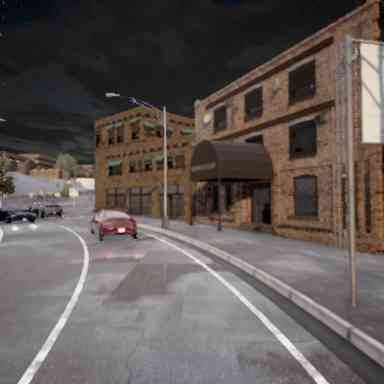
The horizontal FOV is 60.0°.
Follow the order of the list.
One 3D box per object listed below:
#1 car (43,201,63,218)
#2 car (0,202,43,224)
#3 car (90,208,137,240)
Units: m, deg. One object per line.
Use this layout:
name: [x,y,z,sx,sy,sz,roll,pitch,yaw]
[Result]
car: [-13.602,1.615,30.615,2.128,1.511,4.902,1,-1,-44]
car: [-13.719,1.616,25.908,2.033,1.411,5.357,0,-1,-41]
car: [-4.111,1.566,17.195,1.812,1.442,4.674,0,0,-24]
